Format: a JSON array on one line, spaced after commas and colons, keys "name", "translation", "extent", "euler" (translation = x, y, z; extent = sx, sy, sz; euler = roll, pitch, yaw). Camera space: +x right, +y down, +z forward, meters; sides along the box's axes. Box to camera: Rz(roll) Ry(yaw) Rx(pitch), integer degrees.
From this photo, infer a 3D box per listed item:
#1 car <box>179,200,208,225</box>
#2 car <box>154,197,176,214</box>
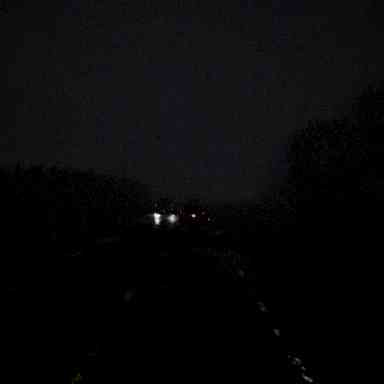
[{"name": "car", "translation": [0.101, 1.550, 24.042], "extent": [1.994, 1.385, 4.181], "euler": [0, 0, 0]}, {"name": "car", "translation": [-2.809, 1.332, 35.399], "extent": [2.097, 1.767, 4.553], "euler": [0, 0, 0]}]
